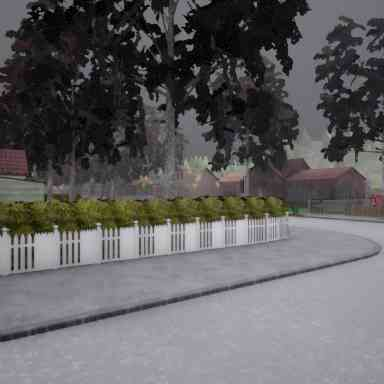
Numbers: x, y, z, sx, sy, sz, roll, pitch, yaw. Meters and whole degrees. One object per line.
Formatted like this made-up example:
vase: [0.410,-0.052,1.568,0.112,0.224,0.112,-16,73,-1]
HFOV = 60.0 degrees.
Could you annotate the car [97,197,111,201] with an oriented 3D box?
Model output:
car: [-17.268,1.564,64.447,1.994,1.385,4.181,0,0,-36]

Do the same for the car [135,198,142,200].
car: [-7.233,1.547,43.132,2.033,1.411,5.357,0,0,-35]
